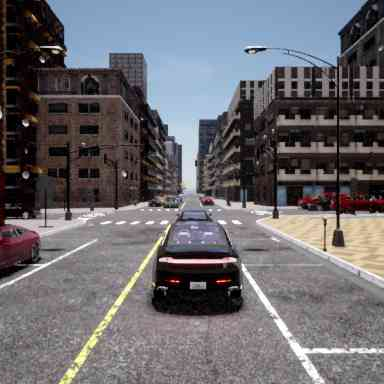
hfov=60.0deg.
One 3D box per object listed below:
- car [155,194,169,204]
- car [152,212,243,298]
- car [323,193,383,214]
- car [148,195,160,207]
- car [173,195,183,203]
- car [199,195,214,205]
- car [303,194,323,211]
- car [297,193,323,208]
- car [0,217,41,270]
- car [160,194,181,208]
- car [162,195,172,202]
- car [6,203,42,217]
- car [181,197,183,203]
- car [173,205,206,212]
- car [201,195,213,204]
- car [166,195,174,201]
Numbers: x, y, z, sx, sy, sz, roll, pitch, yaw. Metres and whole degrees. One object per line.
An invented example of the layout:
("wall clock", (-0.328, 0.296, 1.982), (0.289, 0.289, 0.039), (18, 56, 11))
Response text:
("car", (-5.626, 1.337, 62.666), (2.192, 1.841, 5.009), (0, 0, 0))
("car", (0.111, 1.491, 8.484), (2.128, 1.511, 4.902), (0, 0, 0))
("car", (14.724, 1.029, 29.217), (5.009, 1.841, 2.192), (-1, 1, 0))
("car", (-5.637, 1.581, 51.301), (1.947, 1.339, 4.313), (0, 0, 0))
("car", (-2.929, 1.504, 69.276), (1.882, 1.535, 5.008), (0, 0, 0))
("car", (2.748, 1.458, 56.976), (1.967, 1.590, 4.097), (0, 0, 0))
("car", (14.603, 1.230, 35.024), (4.674, 1.442, 1.812), (-1, 0, 0))
("car", (14.598, 1.015, 37.595), (5.009, 1.841, 2.192), (-1, 1, 0))
("car", (-5.732, 1.582, 9.277), (1.802, 1.307, 4.206), (0, 0, 0))
("car", (-3.015, 1.365, 48.248), (2.097, 1.767, 4.553), (0, 0, 0))
("car", (-5.613, 1.471, 74.031), (1.967, 1.590, 4.097), (0, 0, 0))
("car", (-16.849, 1.796, 31.576), (4.892, 1.490, 1.837), (-1, 0, 0))
("car", (-3.019, 1.620, 58.182), (1.895, 1.301, 4.718), (0, 0, 0))
("car", (0.116, 1.565, 17.099), (1.994, 1.385, 4.181), (0, 0, 0))
("car", (2.755, 1.462, 62.659), (1.967, 1.590, 4.097), (0, 0, 0))
("car", (-5.601, 1.481, 85.396), (1.967, 1.590, 4.097), (0, 0, 0))
